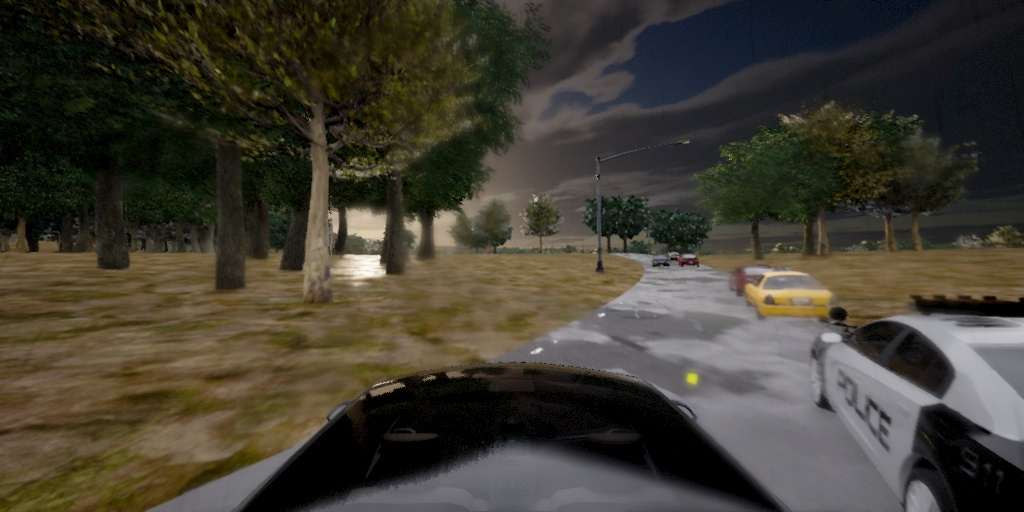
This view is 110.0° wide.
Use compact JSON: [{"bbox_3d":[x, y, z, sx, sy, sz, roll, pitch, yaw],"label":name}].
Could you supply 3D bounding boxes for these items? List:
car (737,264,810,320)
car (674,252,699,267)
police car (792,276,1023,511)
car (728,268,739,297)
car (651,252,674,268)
[{"bbox_3d":[8.934,1.139,11.897,1.801,1.575,5.366,-3,0,28],"label":"car"},{"bbox_3d":[20.800,0.482,42.462,1.882,1.535,5.008,-1,2,19],"label":"car"},{"bbox_3d":[4.028,1.154,2.971,1.930,1.638,5.238,-1,-1,30],"label":"police car"},{"bbox_3d":[11.588,1.120,17.153,1.812,1.442,4.674,-2,-1,26],"label":"car"},{"bbox_3d":[17.623,0.609,42.680,2.033,1.411,5.357,-1,1,18],"label":"car"}]
